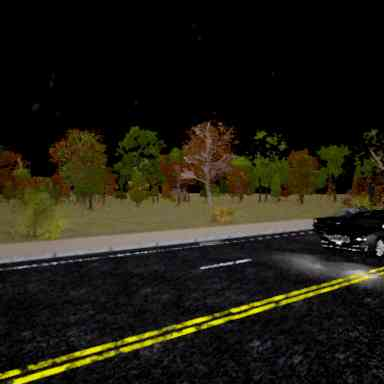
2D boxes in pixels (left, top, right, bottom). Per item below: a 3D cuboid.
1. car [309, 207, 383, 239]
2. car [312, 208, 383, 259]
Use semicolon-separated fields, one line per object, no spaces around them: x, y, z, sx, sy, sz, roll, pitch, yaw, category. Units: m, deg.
8.516;1.557;17.731;4.718;1.301;1.895;0;0;-35;car
6.903;1.474;12.594;4.892;1.490;1.837;0;0;-35;car
